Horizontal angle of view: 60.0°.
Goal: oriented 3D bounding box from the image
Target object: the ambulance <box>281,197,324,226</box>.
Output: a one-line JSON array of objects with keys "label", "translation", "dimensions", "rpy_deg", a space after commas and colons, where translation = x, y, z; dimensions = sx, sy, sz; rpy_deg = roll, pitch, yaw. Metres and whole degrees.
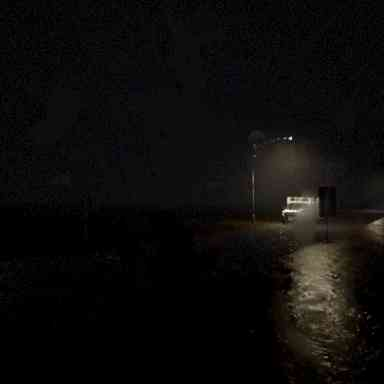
[{"label": "ambulance", "translation": [10.146, 1.708, 30.494], "dimensions": [2.351, 2.431, 6.366], "rpy_deg": [1, -1, 35]}]
